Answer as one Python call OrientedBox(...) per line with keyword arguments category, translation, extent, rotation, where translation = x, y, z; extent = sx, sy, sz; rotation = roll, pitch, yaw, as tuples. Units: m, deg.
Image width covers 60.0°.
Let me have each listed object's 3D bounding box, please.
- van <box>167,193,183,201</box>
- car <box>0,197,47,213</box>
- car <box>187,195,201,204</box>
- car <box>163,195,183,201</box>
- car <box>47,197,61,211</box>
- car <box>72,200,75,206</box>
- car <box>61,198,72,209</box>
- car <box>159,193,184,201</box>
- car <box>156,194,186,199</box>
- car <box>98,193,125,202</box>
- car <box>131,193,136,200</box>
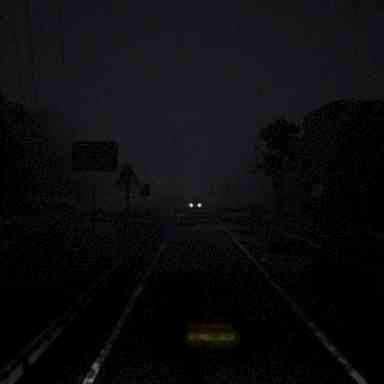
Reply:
OrientedBox(category="van", translation=(-4.710, 1.403, 92.522), extent=(4.442, 1.987, 1.878), rotation=(0, -1, 0))
OrientedBox(category="car", translation=(-18.179, 1.450, 34.823), extent=(4.674, 1.452, 2.002), rotation=(0, 0, 0))
OrientedBox(category="car", translation=(0.654, 1.386, 64.969), extent=(2.097, 1.767, 4.553), rotation=(0, 0, 0))
OrientedBox(category="car", translation=(-4.866, 1.550, 84.111), extent=(4.892, 1.521, 2.231), rotation=(0, -1, 0))
OrientedBox(category="car", translation=(-18.160, 1.413, 38.099), extent=(4.892, 1.521, 2.231), rotation=(0, 0, 0))
OrientedBox(category="car", translation=(-18.132, 1.457, 44.521), extent=(4.674, 1.452, 2.002), rotation=(0, 0, 0))
OrientedBox(category="car", translation=(-18.155, 1.414, 41.373), extent=(5.008, 1.535, 2.097), rotation=(0, 0, 0))
OrientedBox(category="car", translation=(-4.893, 1.499, 75.706), extent=(4.892, 1.521, 2.231), rotation=(0, 0, 0))
OrientedBox(category="car", translation=(-4.913, 1.260, 78.508), extent=(5.566, 2.045, 2.435), rotation=(0, 0, 0))
OrientedBox(category="car", translation=(-17.987, 1.443, 73.006), extent=(5.008, 1.535, 2.097), rotation=(0, 0, 0))
OrientedBox(category="car", translation=(-17.896, 1.404, 86.930), extent=(4.553, 1.767, 2.185), rotation=(0, -1, 0))
